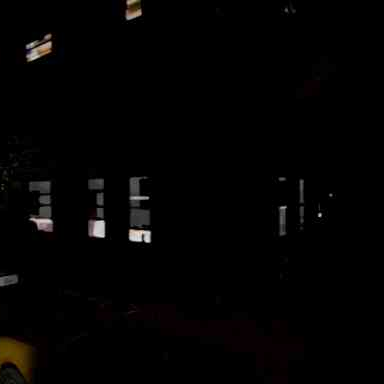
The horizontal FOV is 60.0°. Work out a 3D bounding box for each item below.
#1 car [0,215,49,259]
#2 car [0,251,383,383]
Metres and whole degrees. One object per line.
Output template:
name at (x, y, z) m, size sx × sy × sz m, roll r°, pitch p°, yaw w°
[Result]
car at (-4.541, 1.346, 6.103) m, size 5.009 × 1.841 × 2.192 m, roll 0°, pitch 0°, yaw 35°
car at (-0.048, 1.532, 2.908) m, size 4.829 × 1.417 × 1.752 m, roll 0°, pitch 0°, yaw 35°
